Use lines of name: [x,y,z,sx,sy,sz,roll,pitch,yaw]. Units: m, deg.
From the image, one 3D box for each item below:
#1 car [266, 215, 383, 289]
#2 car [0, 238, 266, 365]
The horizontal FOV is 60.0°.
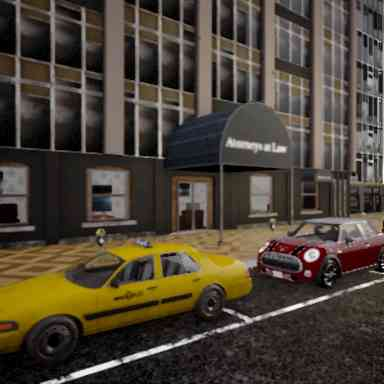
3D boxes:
car: [3.697,1.473,9.214,4.097,1.590,1.967,0,0,-36]
car: [-1.078,1.535,5.798,4.829,1.417,1.752,0,0,-36]
